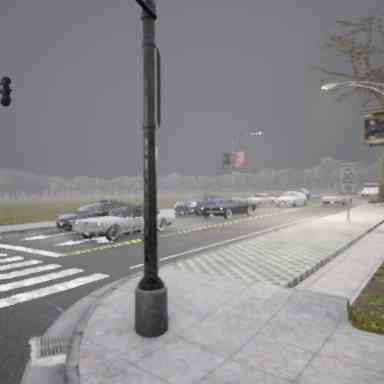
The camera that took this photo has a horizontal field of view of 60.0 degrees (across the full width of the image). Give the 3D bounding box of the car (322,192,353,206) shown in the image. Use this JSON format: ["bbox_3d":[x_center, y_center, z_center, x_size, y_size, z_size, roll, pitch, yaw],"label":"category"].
[{"bbox_3d":[14.202,0.615,32.314,1.895,1.301,4.718,-1,1,37],"label":"car"}]

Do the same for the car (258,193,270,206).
[{"bbox_3d":[6.613,0.817,33.365,1.895,1.301,4.718,-1,1,37],"label":"car"}]

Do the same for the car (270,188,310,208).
[{"bbox_3d":[9.518,0.677,31.809,1.812,1.442,4.674,-1,1,37],"label":"car"}]

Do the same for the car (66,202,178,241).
[{"bbox_3d":[-2.969,1.306,15.149,1.895,1.301,4.718,-1,1,36],"label":"car"}]

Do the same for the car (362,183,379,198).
[{"bbox_3d":[26.251,-0.247,48.386,2.150,2.045,5.566,-1,1,37],"label":"car"}]

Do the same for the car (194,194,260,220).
[{"bbox_3d":[2.504,1.061,22.489,1.895,1.301,4.718,-1,1,37],"label":"car"}]

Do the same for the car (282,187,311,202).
[{"bbox_3d":[13.338,0.290,42.238,2.097,1.767,4.553,-1,0,37],"label":"car"}]

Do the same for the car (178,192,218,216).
[{"bbox_3d":[0.604,0.833,25.371,2.097,1.767,4.553,-1,1,37],"label":"car"}]

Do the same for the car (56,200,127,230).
[{"bbox_3d":[-4.919,1.232,18.014,1.837,1.490,4.892,-1,1,35],"label":"car"}]
